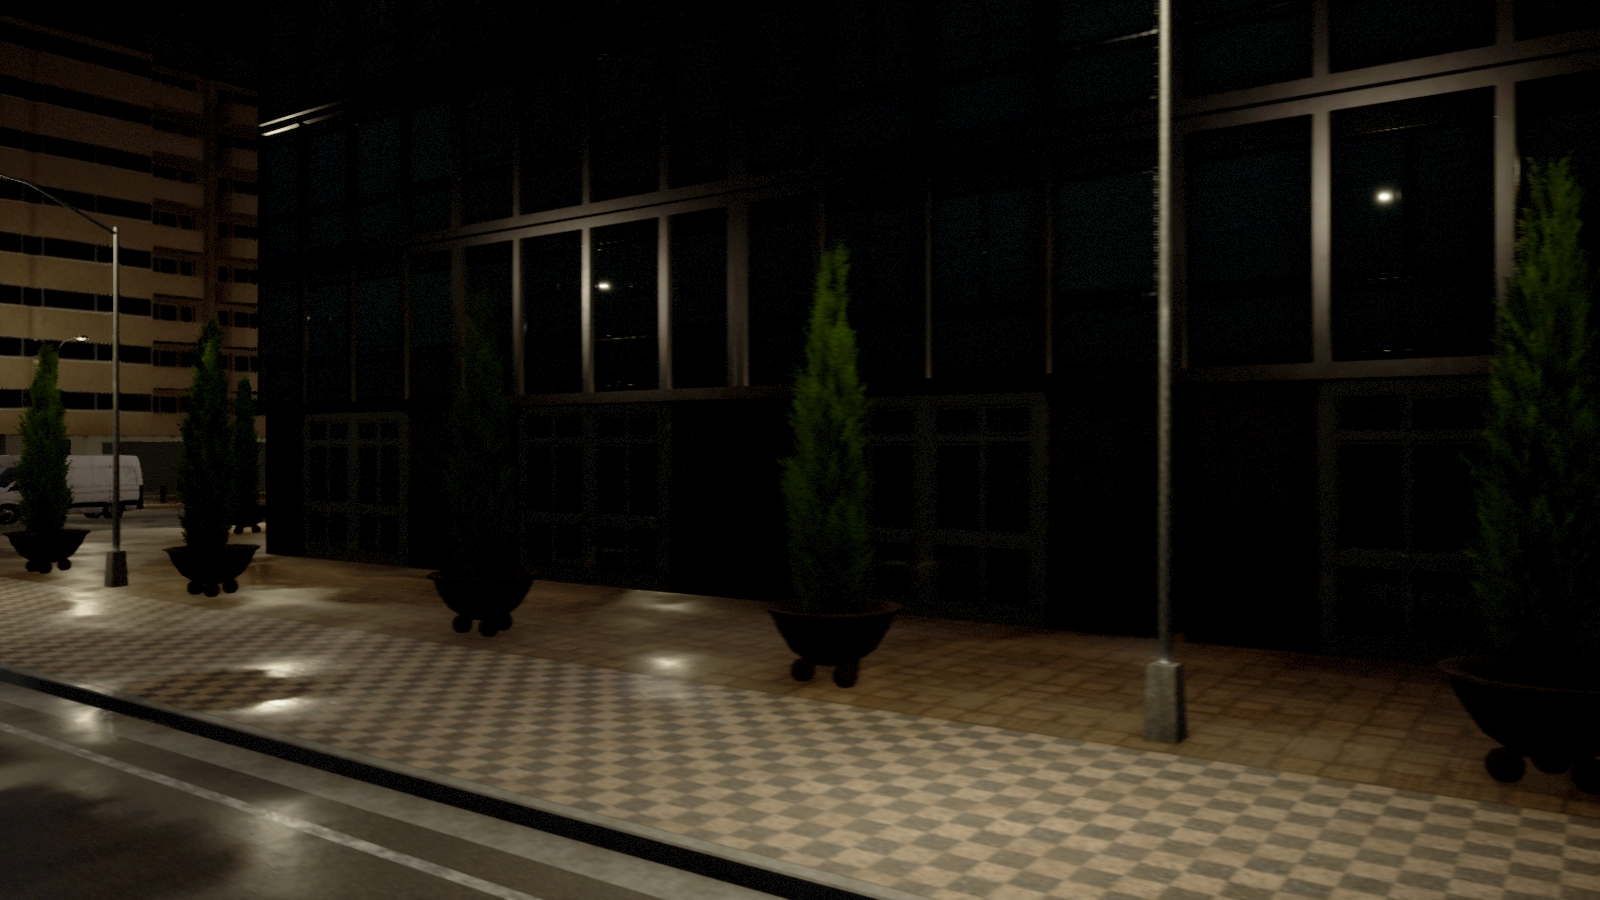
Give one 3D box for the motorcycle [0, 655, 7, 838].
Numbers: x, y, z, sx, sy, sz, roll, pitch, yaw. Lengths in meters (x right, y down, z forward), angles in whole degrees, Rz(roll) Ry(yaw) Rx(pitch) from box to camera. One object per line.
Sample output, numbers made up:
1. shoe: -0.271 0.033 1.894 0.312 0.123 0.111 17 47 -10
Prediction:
1. motorcycle: -6.939 2.155 8.649 2.356 1.307 0.764 0 0 35
